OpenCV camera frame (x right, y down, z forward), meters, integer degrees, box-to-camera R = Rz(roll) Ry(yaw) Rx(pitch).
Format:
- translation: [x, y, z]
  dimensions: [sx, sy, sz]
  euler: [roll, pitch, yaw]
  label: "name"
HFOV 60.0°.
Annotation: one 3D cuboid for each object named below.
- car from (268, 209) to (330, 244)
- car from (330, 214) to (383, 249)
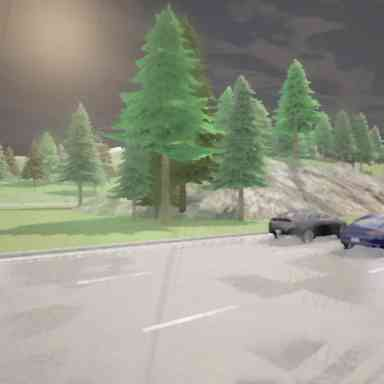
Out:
- translation: [5.947, 1.630, 16.707]
  dimensions: [4.902, 1.511, 2.128]
  euler: [1, 0, -35]
  label: "car"
- translation: [8.049, 1.664, 13.905]
  dimensions: [4.674, 1.442, 1.812]
  euler: [0, 0, -35]
  label: "car"
